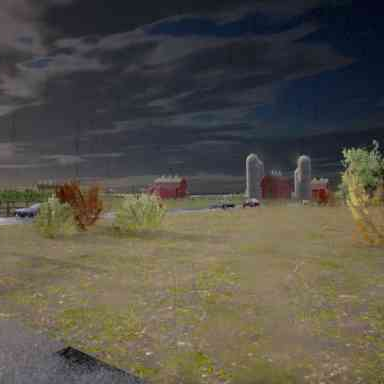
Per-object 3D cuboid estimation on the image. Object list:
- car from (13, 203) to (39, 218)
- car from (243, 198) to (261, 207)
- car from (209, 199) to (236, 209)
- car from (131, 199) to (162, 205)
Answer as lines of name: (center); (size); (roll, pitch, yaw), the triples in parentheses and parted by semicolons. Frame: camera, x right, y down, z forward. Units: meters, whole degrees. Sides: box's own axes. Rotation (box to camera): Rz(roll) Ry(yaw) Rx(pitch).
car: (-14.788, 1.807, 33.120); (2.033, 1.411, 5.357); (-1, -1, 36)
car: (11.456, 1.987, 63.298); (2.097, 1.767, 4.553); (-1, -1, 36)
car: (5.446, 2.012, 54.897); (2.128, 1.511, 4.902); (-1, -1, 36)
car: (-6.324, 1.640, 44.840); (2.150, 2.045, 5.566); (-1, -2, 36)
